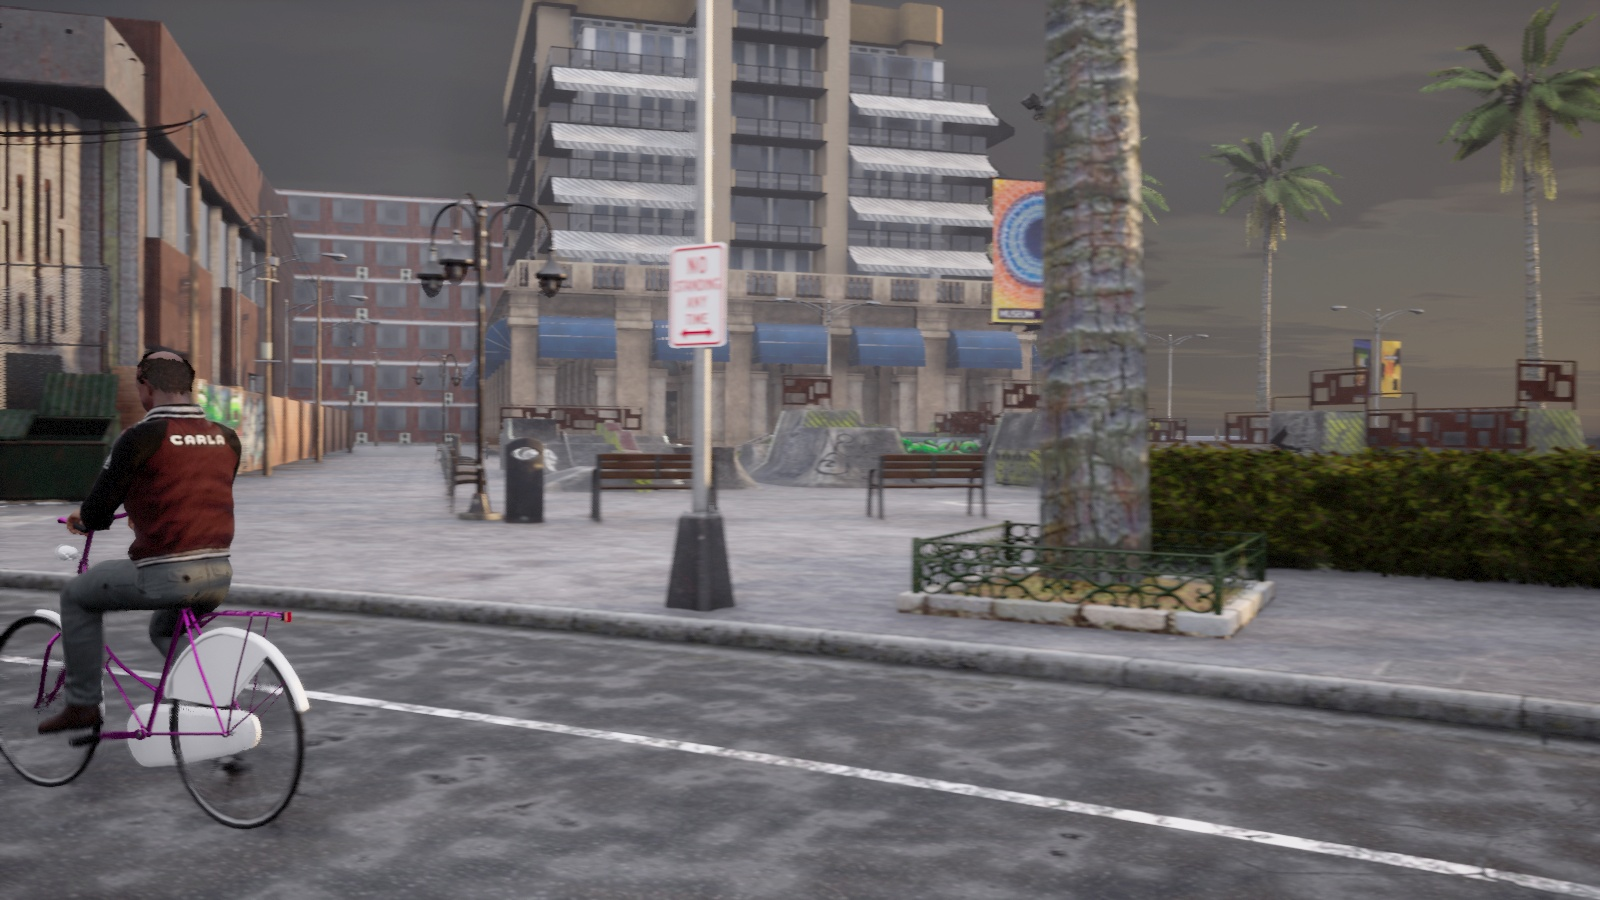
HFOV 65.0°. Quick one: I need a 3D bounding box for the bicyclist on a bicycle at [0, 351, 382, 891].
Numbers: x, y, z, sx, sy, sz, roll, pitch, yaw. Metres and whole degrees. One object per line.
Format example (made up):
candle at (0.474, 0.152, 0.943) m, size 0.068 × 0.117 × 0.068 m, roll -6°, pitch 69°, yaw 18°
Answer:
bicyclist on a bicycle at (-2.555, 0.556, 4.829) m, size 1.843 × 1.776 × 0.659 m, roll 0°, pitch 1°, yaw 27°
